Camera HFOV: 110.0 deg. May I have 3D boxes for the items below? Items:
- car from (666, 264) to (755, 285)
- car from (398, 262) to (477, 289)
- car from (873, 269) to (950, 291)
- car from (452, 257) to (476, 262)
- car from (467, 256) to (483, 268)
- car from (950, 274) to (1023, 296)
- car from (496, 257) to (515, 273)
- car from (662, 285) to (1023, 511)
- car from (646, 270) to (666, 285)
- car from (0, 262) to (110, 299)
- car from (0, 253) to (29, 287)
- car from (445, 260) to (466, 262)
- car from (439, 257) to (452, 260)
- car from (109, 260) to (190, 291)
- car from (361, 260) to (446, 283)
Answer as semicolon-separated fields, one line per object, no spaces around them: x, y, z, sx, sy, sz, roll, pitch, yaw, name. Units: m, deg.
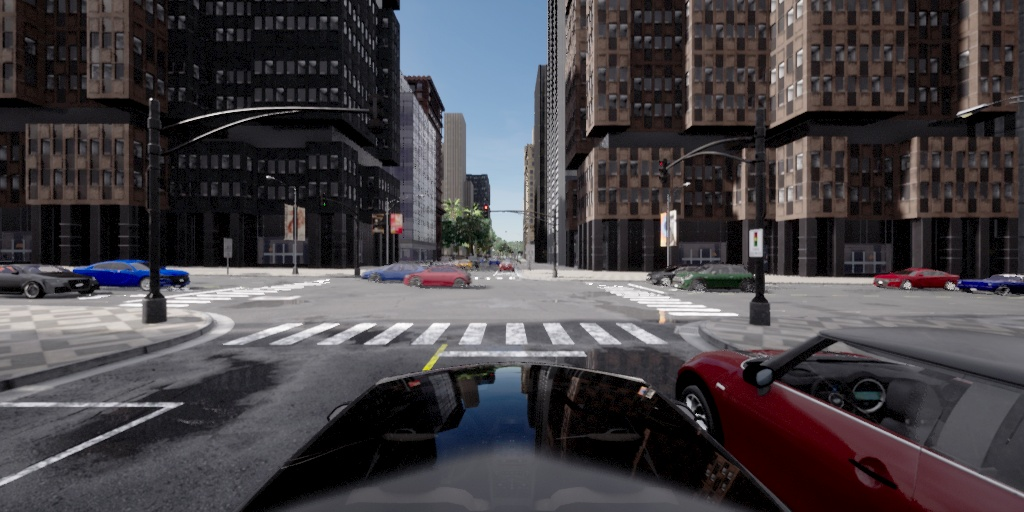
12.557;1.305;22.468;4.553;1.767;2.097;1;0;0;car
-4.531;1.272;22.360;4.181;1.385;1.994;1;0;0;car
29.039;1.665;25.824;5.008;1.535;1.882;1;0;0;car
-6.522;1.244;48.933;1.882;1.535;5.008;0;0;0;car
-6.588;1.010;59.271;2.150;2.045;5.566;0;0;0;car
31.266;1.825;22.585;4.718;1.301;1.895;1;0;0;car
-0.629;1.195;43.768;1.967;1.591;4.097;0;0;0;car
2.763;1.190;2.378;1.967;1.591;4.097;0;0;0;car
12.212;1.448;25.764;4.892;1.490;1.837;1;0;1;car
-20.775;1.052;15.558;4.181;1.385;1.994;1;0;0;car
-28.950;0.721;18.755;4.553;1.767;2.097;1;0;0;car
-6.482;1.345;38.539;1.895;1.301;4.718;0;0;1;car
-9.192;1.081;49.136;2.192;1.841;5.009;0;0;0;car
-19.838;0.975;18.813;5.008;1.535;1.882;1;0;0;car
-7.806;1.205;25.592;5.357;1.411;2.033;1;0;0;car
